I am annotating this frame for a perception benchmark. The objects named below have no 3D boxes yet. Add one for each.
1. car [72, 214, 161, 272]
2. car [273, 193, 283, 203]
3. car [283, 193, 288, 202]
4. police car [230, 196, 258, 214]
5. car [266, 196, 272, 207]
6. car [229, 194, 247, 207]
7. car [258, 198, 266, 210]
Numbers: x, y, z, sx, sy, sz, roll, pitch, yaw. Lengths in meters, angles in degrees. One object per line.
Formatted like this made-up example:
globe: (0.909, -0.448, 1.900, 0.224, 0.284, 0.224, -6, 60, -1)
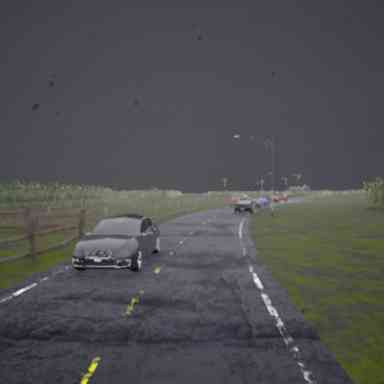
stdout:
car: (-2.261, 1.539, 11.095, 1.837, 1.490, 4.892, 0, 0, 5)
car: (16.607, 1.492, 67.633, 1.882, 1.535, 5.008, 0, 0, 23)
car: (21.052, 1.233, 77.937, 2.150, 2.045, 5.566, 0, 0, 23)
police car: (5.876, 1.539, 36.949, 1.930, 1.638, 5.238, 0, 0, 15)
car: (10.799, 1.616, 51.796, 1.882, 1.535, 5.008, 0, 0, 21)
car: (7.513, 1.353, 53.196, 2.150, 2.045, 5.566, 0, 0, 22)
car: (8.750, 1.635, 46.253, 1.837, 1.490, 4.892, 0, 0, 19)
